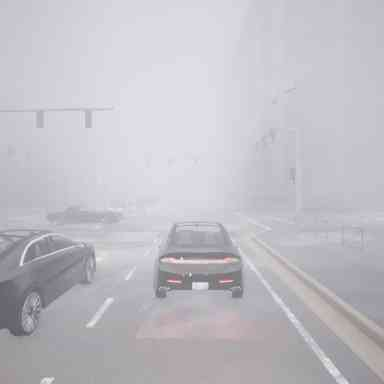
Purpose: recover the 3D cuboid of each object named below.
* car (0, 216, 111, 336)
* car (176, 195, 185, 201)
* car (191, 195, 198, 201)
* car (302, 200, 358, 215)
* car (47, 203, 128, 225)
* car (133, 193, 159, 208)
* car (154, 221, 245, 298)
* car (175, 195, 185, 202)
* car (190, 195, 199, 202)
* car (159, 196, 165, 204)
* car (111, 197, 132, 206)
[{"bbox_3d":[-3.396,1.492,6.649,2.128,1.511,4.902,0,0,1],"label":"car"},{"bbox_3d":[-2.864,1.523,85.445,2.033,1.411,5.357,0,0,0],"label":"car"},{"bbox_3d":[0.636,1.461,85.419,1.882,1.535,5.008,0,0,0],"label":"car"},{"bbox_3d":[13.456,1.492,32.929,5.357,1.411,2.033,0,0,0],"label":"car"},{"bbox_3d":[-6.982,1.573,22.165,4.718,1.301,1.895,0,0,0],"label":"car"},{"bbox_3d":[-6.721,1.221,49.435,2.150,2.045,5.566,0,0,2],"label":"car"},{"bbox_3d":[0.139,1.492,8.467,2.128,1.511,4.902,0,0,0],"label":"car"},{"bbox_3d":[-2.937,1.497,75.743,1.837,1.490,4.892,0,0,0],"label":"car"},{"bbox_3d":[0.568,1.593,76.374,1.895,1.301,4.718,0,0,0],"label":"car"},{"bbox_3d":[-6.631,1.492,59.649,2.128,1.511,4.902,0,0,1],"label":"car"},{"bbox_3d":[-10.249,1.564,47.117,1.994,1.385,4.181,0,0,0],"label":"car"}]
